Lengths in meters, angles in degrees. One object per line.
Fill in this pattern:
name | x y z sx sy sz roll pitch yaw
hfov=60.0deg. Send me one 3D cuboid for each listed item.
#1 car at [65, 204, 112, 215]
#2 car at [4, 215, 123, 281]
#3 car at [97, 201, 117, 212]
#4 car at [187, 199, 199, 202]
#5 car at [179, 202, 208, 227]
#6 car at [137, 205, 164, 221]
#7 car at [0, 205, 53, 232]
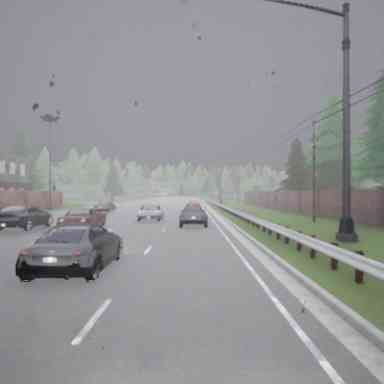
car | -6.900 1.689 21.527 1.895 1.301 4.718 0 0 0
car | -3.400 1.605 9.965 1.994 1.385 4.181 0 0 0
car | -10.400 1.727 39.759 1.994 1.385 4.181 0 0 0
car | 0.100 1.649 41.648 1.882 1.535 5.008 0 0 0
car | 0.100 1.662 23.841 1.994 1.385 4.181 0 0 0
car | -3.399 1.717 28.202 1.895 1.301 4.718 0 0 0
car | -10.399 1.591 20.834 1.837 1.490 4.892 0 0 0
